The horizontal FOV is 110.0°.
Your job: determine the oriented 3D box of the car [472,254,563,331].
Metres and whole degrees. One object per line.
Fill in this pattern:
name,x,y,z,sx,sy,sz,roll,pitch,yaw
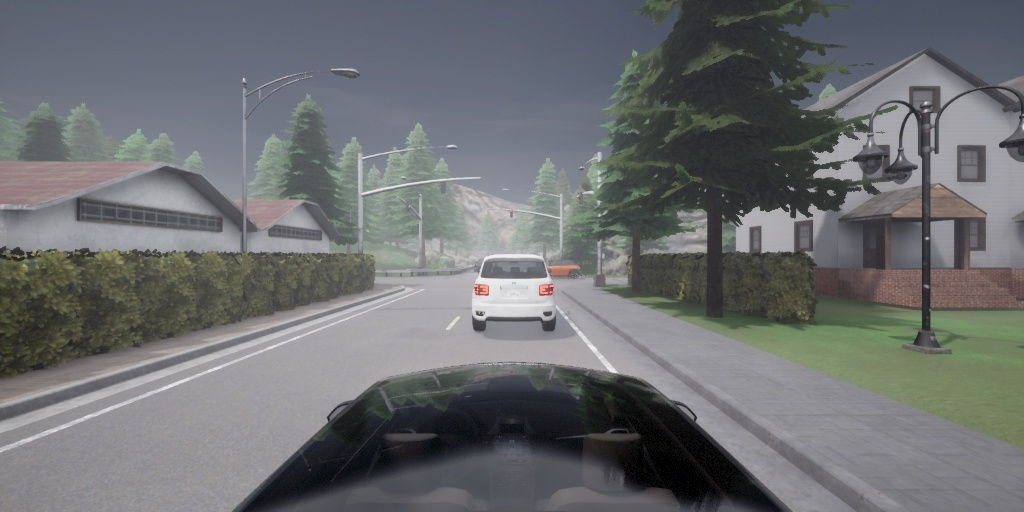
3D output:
car,0.066,0.971,11.088,2.150,2.045,5.566,0,0,0

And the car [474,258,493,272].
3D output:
car,-3.582,1.102,45.572,2.097,1.767,4.553,0,0,0

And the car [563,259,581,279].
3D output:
car,3.634,1.088,31.207,4.553,1.767,2.097,0,0,0

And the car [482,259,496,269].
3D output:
car,-3.574,1.276,55.557,1.812,1.442,4.674,0,0,0
